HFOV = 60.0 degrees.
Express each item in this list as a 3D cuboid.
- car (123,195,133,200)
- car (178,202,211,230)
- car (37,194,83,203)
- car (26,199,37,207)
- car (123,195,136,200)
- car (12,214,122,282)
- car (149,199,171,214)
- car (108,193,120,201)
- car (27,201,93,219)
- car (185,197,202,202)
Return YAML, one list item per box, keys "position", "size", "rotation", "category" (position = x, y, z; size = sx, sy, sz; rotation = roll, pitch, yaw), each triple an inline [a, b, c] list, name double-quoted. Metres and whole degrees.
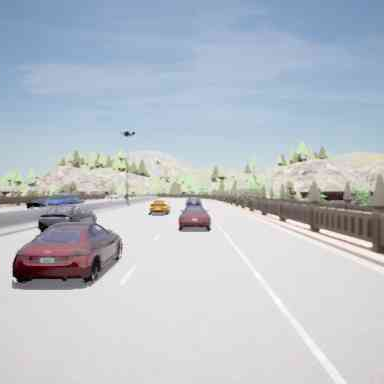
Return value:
- position: [-17.240, 1.488, 90.017]
  size: [1.994, 1.385, 4.181]
  rotation: [0, 0, 0]
  category: "car"
- position: [0.159, 1.565, 21.300]
  size: [1.994, 1.385, 4.181]
  rotation: [0, 0, 0]
  category: "car"
- position: [-13.991, 1.214, 35.686]
  size: [2.150, 2.045, 5.566]
  rotation: [0, 0, 0]
  category: "car"
- position: [-20.944, 1.594, 45.891]
  size: [1.895, 1.301, 4.718]
  rotation: [0, 0, 1]
  category: "car"
- position: [-13.784, 1.396, 74.761]
  size: [2.097, 1.767, 4.553]
  rotation: [0, 0, 0]
  category: "car"
- position: [-3.372, 1.562, 9.758]
  size: [1.994, 1.385, 4.181]
  rotation: [0, 0, 0]
  category: "car"
- position: [-3.300, 1.477, 34.773]
  size: [1.882, 1.535, 5.008]
  rotation: [0, 0, 0]
  category: "car"
- position: [-20.744, 1.258, 88.333]
  size: [2.150, 2.045, 5.566]
  rotation: [0, 0, 0]
  category: "car"
- position: [-6.849, 1.488, 18.680]
  size: [2.128, 1.511, 4.902]
  rotation: [0, 0, 0]
  category: "car"
- position: [0.220, 1.355, 42.140]
  size: [2.097, 1.767, 4.553]
  rotation: [0, 0, 0]
  category: "car"
